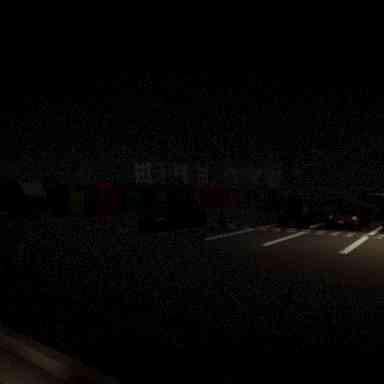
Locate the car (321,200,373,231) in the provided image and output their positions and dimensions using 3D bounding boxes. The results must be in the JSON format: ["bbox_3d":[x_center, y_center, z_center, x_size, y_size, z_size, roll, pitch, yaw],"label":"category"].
[{"bbox_3d":[9.273,1.423,19.749,1.784,1.438,3.905,0,0,36],"label":"car"}]

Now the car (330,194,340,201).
[{"bbox_3d":[21.656,1.221,50.944,1.905,1.878,3.866,0,0,36],"label":"car"}]

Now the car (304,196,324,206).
[{"bbox_3d":[19.317,1.461,52.650,1.970,1.475,3.806,0,0,36],"label":"car"}]

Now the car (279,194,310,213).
[{"bbox_3d":[11.402,1.217,36.738,1.932,1.855,4.605,0,0,36],"label":"car"}]

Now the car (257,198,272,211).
[{"bbox_3d":[9.093,1.429,38.488,1.784,1.438,3.905,0,0,36],"label":"car"}]

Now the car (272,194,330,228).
[{"bbox_3d":[7.069,1.213,21.282,1.932,1.855,4.605,0,0,36],"label":"car"}]
